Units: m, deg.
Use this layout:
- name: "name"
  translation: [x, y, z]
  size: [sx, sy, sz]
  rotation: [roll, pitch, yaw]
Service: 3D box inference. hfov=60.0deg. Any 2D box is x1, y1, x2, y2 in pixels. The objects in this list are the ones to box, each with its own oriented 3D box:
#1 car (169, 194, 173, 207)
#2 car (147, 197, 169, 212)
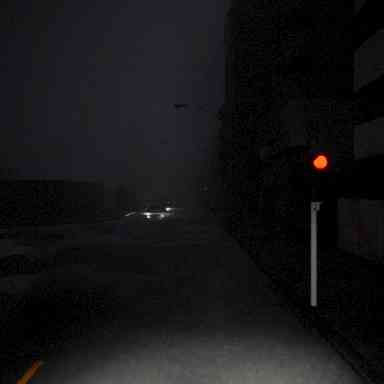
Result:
- name: "car"
  translation: [-4.142, 1.505, 49.562]
  size: [1.837, 1.490, 4.892]
  rotation: [0, 0, 1]
- name: "car"
  translation: [-4.158, 1.478, 39.535]
  size: [1.882, 1.535, 5.008]
  rotation: [0, 0, 0]
